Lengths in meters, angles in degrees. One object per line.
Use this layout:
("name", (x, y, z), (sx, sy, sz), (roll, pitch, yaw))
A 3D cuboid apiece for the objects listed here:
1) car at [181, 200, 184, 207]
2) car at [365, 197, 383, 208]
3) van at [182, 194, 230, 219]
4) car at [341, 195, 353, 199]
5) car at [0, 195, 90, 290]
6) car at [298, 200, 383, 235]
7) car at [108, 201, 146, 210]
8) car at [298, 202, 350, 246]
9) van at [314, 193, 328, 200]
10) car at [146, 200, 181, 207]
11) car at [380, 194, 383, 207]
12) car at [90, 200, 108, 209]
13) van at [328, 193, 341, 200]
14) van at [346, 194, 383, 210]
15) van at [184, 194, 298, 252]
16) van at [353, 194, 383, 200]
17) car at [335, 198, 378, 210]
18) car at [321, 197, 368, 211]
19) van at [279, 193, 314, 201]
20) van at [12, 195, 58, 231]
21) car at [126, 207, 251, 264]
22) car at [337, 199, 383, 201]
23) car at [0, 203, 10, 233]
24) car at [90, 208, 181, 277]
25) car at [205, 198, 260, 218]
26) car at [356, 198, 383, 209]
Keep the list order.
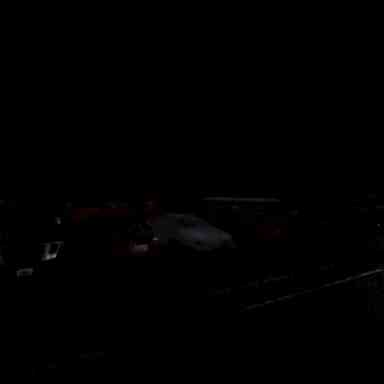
("car", (-1.037, 1.395, 27.582), (2.231, 1.521, 4.892), (0, 0, -36))
("car", (28.257, 1.576, 48.490), (2.097, 1.535, 5.008), (1, 0, -36))
("van", (1.145, 1.153, 29.291), (1.878, 1.987, 4.442), (0, 0, -36))
("car", (16.898, 1.174, 40.355), (2.435, 2.045, 5.566), (1, 0, -36))
("car", (-4.872, 1.218, 8.748), (2.435, 2.045, 5.566), (0, 0, -36))
("car", (8.687, 1.411, 18.423), (2.163, 1.488, 4.792), (0, 0, -36))
("car", (-5.650, 1.424, 24.291), (2.097, 1.535, 5.008), (0, 0, -36))
("car", (4.148, 1.410, 15.227), (2.097, 1.535, 5.008), (0, 0, -36))
("van", (12.406, 1.142, 37.327), (1.878, 1.987, 4.442), (1, 0, -36))
("car", (-3.293, 1.409, 25.973), (2.097, 1.535, 5.008), (0, 0, -36))
("car", (32.783, 1.384, 51.692), (2.435, 2.045, 5.566), (1, 0, -36))
("car", (-7.788, 1.313, 22.732), (2.185, 1.767, 4.553), (0, 0, -36))
("van", (14.558, 1.170, 38.863), (1.878, 1.987, 4.442), (1, 0, -36))
("van", (23.577, 1.289, 45.300), (1.878, 1.987, 4.442), (1, 0, -36))
("van", (1.822, 1.200, 13.704), (1.878, 1.987, 4.442), (0, 0, -36))
("van", (13.256, 1.126, 21.578), (1.878, 1.987, 4.442), (0, 0, -36))
("car", (21.492, 1.527, 43.666), (2.002, 1.452, 4.674), (1, 0, -36))
("car", (19.239, 1.457, 42.053), (2.097, 1.535, 5.008), (1, 0, -36))
("van", (10.178, 1.110, 35.451), (1.878, 1.987, 4.442), (0, 0, -36))
("van", (-10.129, 1.227, 21.244), (1.878, 1.987, 4.442), (0, 0, -36))
("car", (-0.370, 1.480, 11.999), (2.002, 1.452, 4.674), (0, 0, -36))
("car", (10.929, 1.406, 20.063), (2.002, 1.452, 4.674), (0, 0, -36))
("car", (-12.312, 1.469, 19.535), (2.231, 1.521, 4.892), (0, 0, -36))
("car", (-2.645, 1.484, 10.409), (2.163, 1.488, 4.792), (0, 0, -36))
("car", (3.577, 1.361, 30.656), (1.946, 1.575, 5.366), (0, 0, -36))
("car", (25.896, 1.585, 46.815), (2.002, 1.452, 4.674), (1, 0, -36))
